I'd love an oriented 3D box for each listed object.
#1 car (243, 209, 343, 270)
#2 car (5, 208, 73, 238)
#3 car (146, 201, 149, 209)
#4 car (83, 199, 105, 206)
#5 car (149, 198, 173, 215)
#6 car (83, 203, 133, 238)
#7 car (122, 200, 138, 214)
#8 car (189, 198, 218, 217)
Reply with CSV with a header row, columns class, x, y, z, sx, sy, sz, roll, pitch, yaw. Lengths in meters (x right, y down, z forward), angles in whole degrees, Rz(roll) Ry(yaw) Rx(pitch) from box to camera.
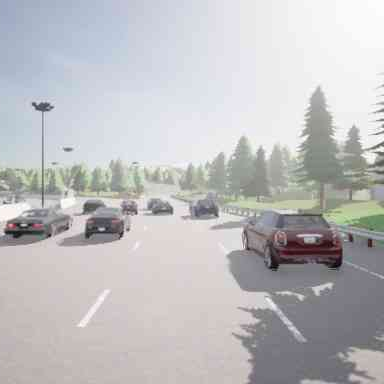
class,x,y,z,sx,sy,sz,roll,pitch,yaw
car,3.133,1.352,11.276,2.097,1.767,4.553,0,0,-3
car,-7.834,1.548,17.553,2.033,1.411,5.357,0,0,-5
car,-4.770,1.505,43.316,1.837,1.490,4.892,0,0,-12
car,-10.288,1.478,35.135,1.882,1.535,5.008,0,0,-10
car,-3.088,1.564,34.542,1.994,1.385,4.181,0,0,-10
car,-4.347,1.526,17.477,1.812,1.442,4.674,0,0,-5
car,-6.666,1.547,34.922,2.033,1.411,5.357,0,0,-10
car,1.018,1.352,31.090,2.097,1.767,4.553,0,0,-8
